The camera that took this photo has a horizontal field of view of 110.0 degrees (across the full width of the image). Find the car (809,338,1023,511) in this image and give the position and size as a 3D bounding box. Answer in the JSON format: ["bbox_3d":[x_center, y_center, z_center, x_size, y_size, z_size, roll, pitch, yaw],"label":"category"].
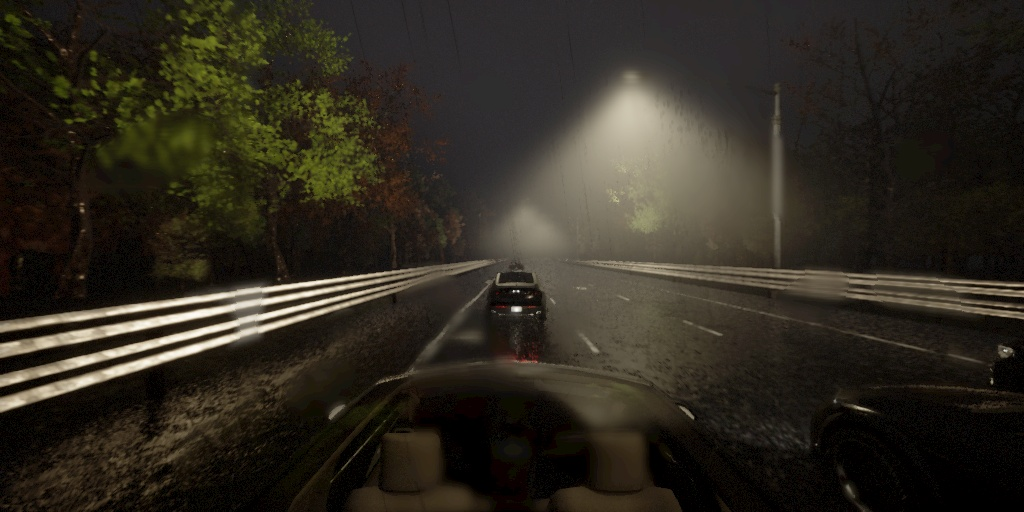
[{"bbox_3d":[3.607,1.314,1.406,1.994,1.385,4.181,0,0,0],"label":"car"}]

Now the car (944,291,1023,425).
[{"bbox_3d":[7.108,1.242,2.562,2.128,1.511,4.902,0,0,0],"label":"car"}]

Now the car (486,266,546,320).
[{"bbox_3d":[0.143,1.254,12.556,1.837,1.490,4.892,0,0,0],"label":"car"}]

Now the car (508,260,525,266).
[{"bbox_3d":[0.562,1.238,44.279,2.128,1.511,4.902,0,0,1],"label":"car"}]
